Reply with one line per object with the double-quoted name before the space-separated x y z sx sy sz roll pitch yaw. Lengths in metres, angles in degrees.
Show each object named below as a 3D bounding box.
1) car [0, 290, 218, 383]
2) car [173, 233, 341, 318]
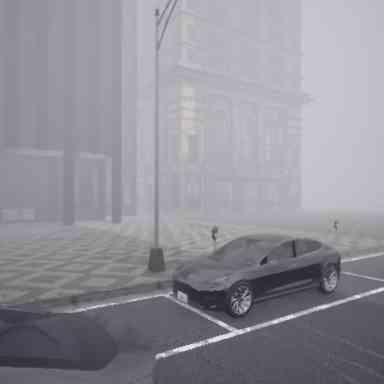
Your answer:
"car" -2.441 1.495 1.505 4.902 1.511 2.128 1 -1 -34
"car" 1.629 1.652 7.574 4.313 1.339 1.947 1 -1 -34
